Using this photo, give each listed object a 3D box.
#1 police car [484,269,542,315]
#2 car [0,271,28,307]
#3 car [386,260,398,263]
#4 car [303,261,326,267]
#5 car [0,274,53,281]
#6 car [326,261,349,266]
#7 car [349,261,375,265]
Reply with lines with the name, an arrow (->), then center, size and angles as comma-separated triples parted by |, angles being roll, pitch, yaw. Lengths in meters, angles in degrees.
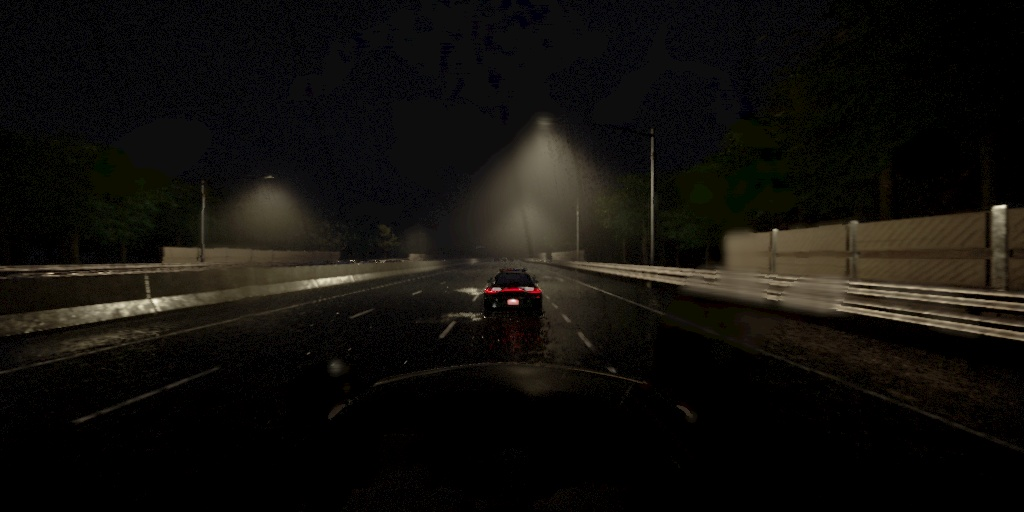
police car -> 0.026, 1.290, 13.720 | 2.038, 1.542, 4.974 | 0, 0, 0
car -> -21.100, 1.310, 12.185 | 2.033, 1.411, 5.357 | 0, 0, 0
car -> -17.561, 1.369, 52.158 | 1.882, 1.535, 5.008 | 0, 0, 0
car -> -28.034, 1.438, 51.958 | 2.033, 1.411, 5.357 | 0, 0, 1
car -> -17.600, 1.310, 11.952 | 2.033, 1.411, 5.357 | 0, 0, 0
car -> -24.542, 1.440, 52.550 | 2.033, 1.411, 5.357 | 0, 0, 1
car -> -21.051, 1.439, 52.175 | 2.033, 1.411, 5.357 | 0, 0, 1
